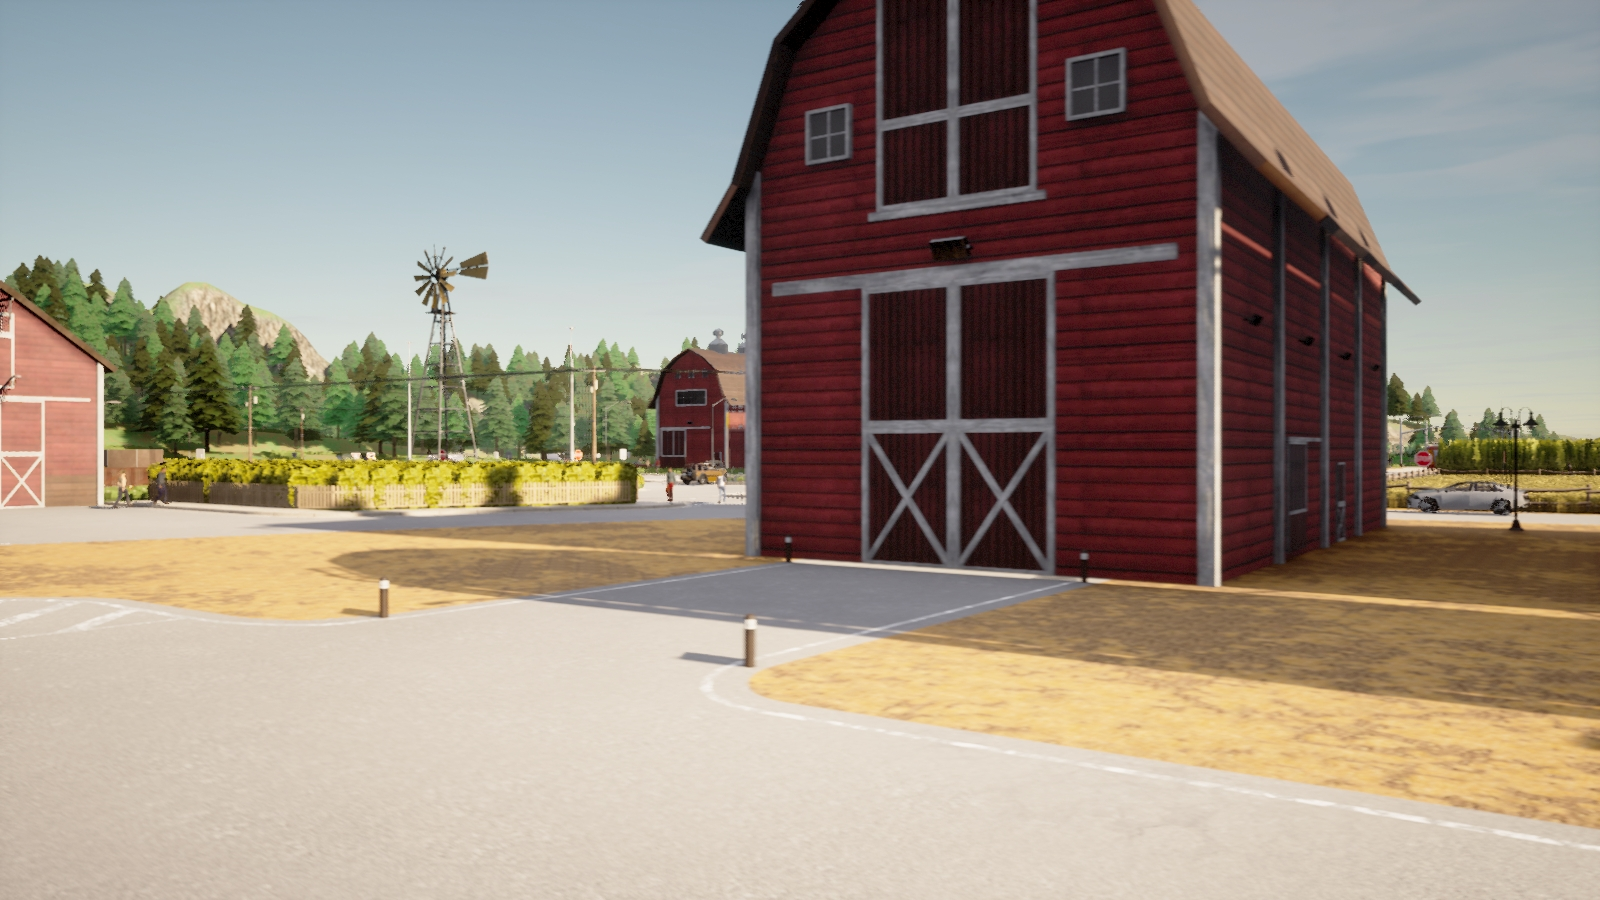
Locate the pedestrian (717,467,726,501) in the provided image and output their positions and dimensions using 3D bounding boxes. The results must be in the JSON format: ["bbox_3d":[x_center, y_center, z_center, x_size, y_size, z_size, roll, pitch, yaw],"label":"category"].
[{"bbox_3d":[-4.292,1.845,62.640,0.375,1.860,0.375,0,0,21],"label":"pedestrian"}]

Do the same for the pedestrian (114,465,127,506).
[{"bbox_3d":[-30.989,1.617,52.119,0.375,1.860,0.375,0,0,24],"label":"pedestrian"}]

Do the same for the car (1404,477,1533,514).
[{"bbox_3d":[30.573,2.048,52.327,4.902,1.511,2.128,0,0,36],"label":"car"}]

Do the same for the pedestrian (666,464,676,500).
[{"bbox_3d":[-6.664,1.657,58.983,0.375,1.860,0.375,0,0,23],"label":"pedestrian"}]

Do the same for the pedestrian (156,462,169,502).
[{"bbox_3d":[-29.433,1.466,52.749,0.375,1.860,0.375,0,0,9],"label":"pedestrian"}]
